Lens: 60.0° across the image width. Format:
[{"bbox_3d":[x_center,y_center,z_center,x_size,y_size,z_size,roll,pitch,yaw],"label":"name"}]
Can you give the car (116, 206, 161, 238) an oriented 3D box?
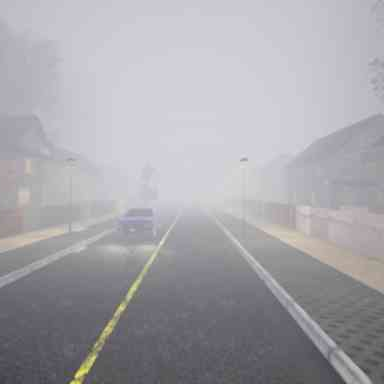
[{"bbox_3d":[-2.815,1.564,18.371,1.882,1.535,5.008,0,-1,1],"label":"car"}]
